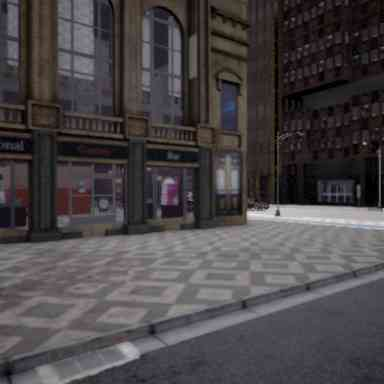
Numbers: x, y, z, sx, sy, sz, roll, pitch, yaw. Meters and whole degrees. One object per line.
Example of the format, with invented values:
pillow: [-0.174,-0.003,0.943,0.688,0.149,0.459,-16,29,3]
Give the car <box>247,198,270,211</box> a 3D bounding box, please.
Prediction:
car: [7.705,1.586,42.154,1.837,1.490,4.892,0,0,-35]
